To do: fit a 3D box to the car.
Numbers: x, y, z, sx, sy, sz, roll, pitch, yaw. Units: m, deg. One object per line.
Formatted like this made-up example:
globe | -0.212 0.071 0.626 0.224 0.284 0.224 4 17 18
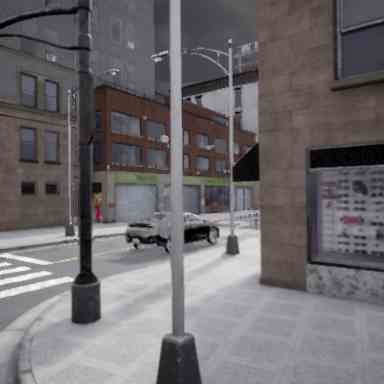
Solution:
car | -0.635 1.561 14.059 2.128 1.511 4.902 -1 0 35
